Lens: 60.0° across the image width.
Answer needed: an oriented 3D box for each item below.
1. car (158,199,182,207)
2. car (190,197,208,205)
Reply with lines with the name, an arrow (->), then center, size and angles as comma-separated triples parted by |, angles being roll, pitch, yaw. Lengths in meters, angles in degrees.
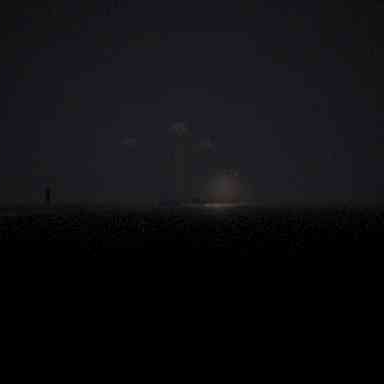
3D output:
car -> -4.107, 2.026, 62.028 | 2.033, 1.411, 5.357 | 0, 0, 36
car -> 1.580, 1.890, 70.073 | 1.837, 1.490, 4.892 | 0, 0, 36
